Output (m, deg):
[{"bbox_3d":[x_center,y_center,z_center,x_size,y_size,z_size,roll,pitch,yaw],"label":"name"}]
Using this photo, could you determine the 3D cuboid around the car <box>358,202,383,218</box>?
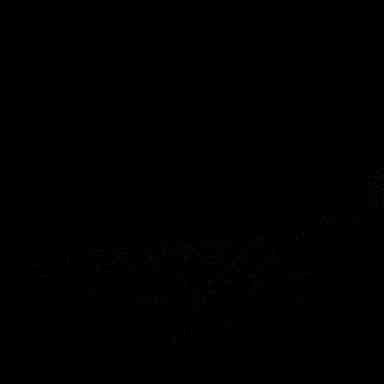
[{"bbox_3d":[17.908,1.710,29.641,1.895,1.301,4.718,1,-1,-37],"label":"car"}]

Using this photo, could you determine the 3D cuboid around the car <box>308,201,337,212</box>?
[{"bbox_3d":[15.957,1.799,42.462,1.752,1.417,4.829,0,0,-36],"label":"car"}]

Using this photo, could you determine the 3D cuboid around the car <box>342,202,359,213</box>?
[{"bbox_3d":[19.350,1.761,37.765,1.887,1.381,4.507,0,0,-36],"label":"car"}]
